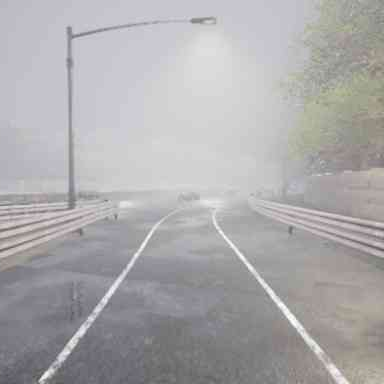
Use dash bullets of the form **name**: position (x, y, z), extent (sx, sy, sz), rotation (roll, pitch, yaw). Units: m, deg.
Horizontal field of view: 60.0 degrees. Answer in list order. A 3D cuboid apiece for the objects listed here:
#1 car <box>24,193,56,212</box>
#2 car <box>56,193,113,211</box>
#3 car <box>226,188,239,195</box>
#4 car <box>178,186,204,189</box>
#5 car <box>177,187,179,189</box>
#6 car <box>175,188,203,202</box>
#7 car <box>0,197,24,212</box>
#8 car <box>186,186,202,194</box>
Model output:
- **car**: position (-11.916, 0.839, 29.401), extent (2.097, 1.767, 4.553), rotation (0, 1, 25)
- **car**: position (-8.678, 0.852, 28.057), extent (2.097, 1.767, 4.553), rotation (0, 1, 25)
- **car**: position (9.091, -0.054, 74.331), extent (1.882, 1.535, 5.008), rotation (0, 1, 25)
- **car**: position (-0.120, 0.099, 62.976), extent (2.097, 1.767, 4.553), rotation (0, 1, 25)
- **car**: position (-2.686, -0.560, 90.405), extent (2.150, 2.045, 5.566), rotation (0, 1, 25)
- **car**: position (-0.425, 0.622, 45.807), extent (1.812, 1.442, 4.674), rotation (0, 1, 25)
- **car**: position (-15.106, 1.078, 30.852), extent (1.895, 1.301, 4.718), rotation (0, 1, 25)
- **car**: position (0.481, -0.548, 88.915), extent (2.150, 2.045, 5.566), rotation (0, 1, 25)
